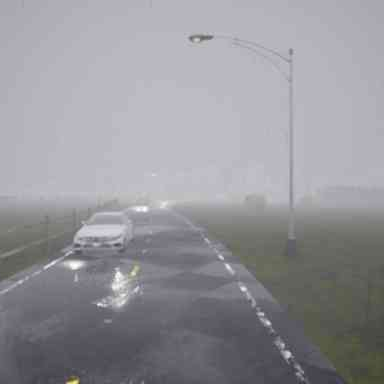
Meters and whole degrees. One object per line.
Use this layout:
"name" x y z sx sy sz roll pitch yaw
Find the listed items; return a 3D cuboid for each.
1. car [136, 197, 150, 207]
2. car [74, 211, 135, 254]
"car" -7.879 1.545 53.533 2.128 1.511 4.902 0 0 -2
"car" -3.453 1.555 13.795 1.812 1.442 4.674 0 0 -4
